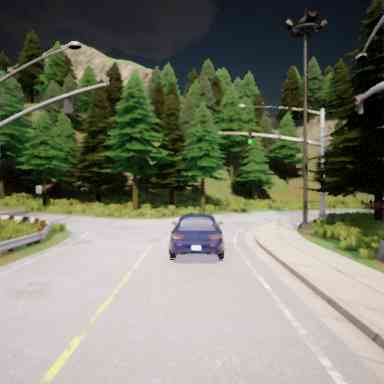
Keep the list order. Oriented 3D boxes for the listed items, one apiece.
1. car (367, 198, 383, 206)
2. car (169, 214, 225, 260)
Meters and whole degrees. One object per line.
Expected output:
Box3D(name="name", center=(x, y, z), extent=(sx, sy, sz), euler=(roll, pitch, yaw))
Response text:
Box3D(name="car", center=(24.255, 1.220, 40.376), extent=(5.566, 2.045, 2.150), euler=(0, 0, -5))
Box3D(name="car", center=(0.200, 1.524, 12.391), extent=(1.812, 1.442, 4.674), euler=(0, 0, 2))
